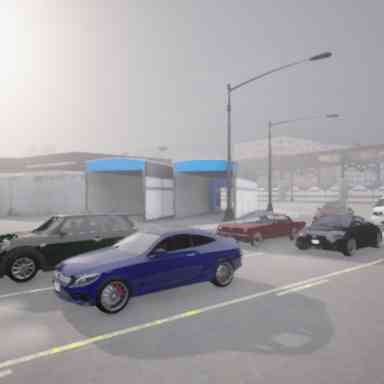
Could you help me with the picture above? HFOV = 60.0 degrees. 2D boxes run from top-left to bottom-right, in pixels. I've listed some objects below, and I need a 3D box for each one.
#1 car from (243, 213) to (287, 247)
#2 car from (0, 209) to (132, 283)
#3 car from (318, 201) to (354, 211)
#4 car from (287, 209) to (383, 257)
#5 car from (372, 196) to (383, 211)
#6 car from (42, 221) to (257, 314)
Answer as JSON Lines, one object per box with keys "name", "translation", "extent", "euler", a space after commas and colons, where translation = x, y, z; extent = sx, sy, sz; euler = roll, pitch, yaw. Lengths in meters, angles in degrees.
{"name": "car", "translation": [3.335, 1.671, 15.622], "extent": [4.718, 1.301, 1.895], "euler": [0, 0, -41]}
{"name": "car", "translation": [-3.716, 1.418, 10.052], "extent": [4.553, 1.767, 2.097], "euler": [0, 0, -36]}
{"name": "car", "translation": [10.018, 1.439, 23.211], "extent": [2.097, 1.767, 4.553], "euler": [0, 0, 33]}
{"name": "car", "translation": [5.966, 1.614, 13.378], "extent": [4.181, 1.385, 1.994], "euler": [0, 0, -41]}
{"name": "car", "translation": [12.987, 1.289, 21.306], "extent": [2.150, 2.045, 5.566], "euler": [0, 0, 34]}
{"name": "car", "translation": [-0.775, 1.571, 7.869], "extent": [4.674, 1.442, 1.812], "euler": [0, 0, -38]}
